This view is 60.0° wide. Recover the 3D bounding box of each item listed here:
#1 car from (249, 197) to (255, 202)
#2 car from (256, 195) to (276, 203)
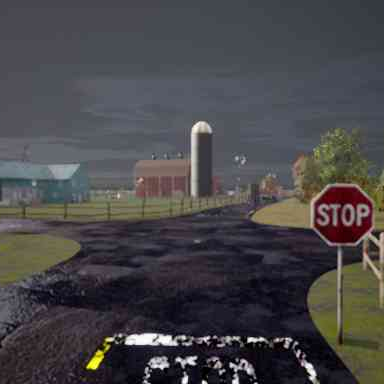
[{"bbox_3d":[12.913,1.353,68.160,2.128,1.511,4.902,0,0,19],"label":"car"},{"bbox_3d":[14.141,1.341,63.315,2.128,1.511,4.902,0,0,19],"label":"car"}]
